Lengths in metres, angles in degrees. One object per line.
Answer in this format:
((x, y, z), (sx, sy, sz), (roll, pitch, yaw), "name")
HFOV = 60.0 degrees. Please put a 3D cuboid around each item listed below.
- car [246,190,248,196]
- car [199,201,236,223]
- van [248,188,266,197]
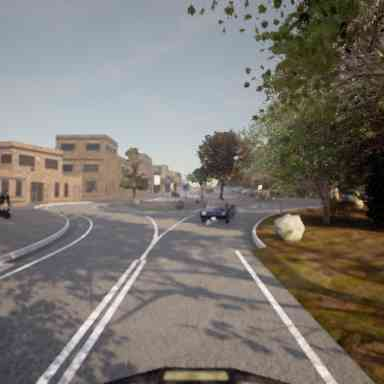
((18.388, 0.643, 92.893), (4.792, 1.488, 2.163), (0, 2, 1), "car")
((1.897, 1.268, 23.072), (1.895, 1.301, 4.718), (0, 3, 14), "car")
((18.184, 0.469, 90.117), (4.442, 1.987, 1.878), (0, 2, 1), "van")
